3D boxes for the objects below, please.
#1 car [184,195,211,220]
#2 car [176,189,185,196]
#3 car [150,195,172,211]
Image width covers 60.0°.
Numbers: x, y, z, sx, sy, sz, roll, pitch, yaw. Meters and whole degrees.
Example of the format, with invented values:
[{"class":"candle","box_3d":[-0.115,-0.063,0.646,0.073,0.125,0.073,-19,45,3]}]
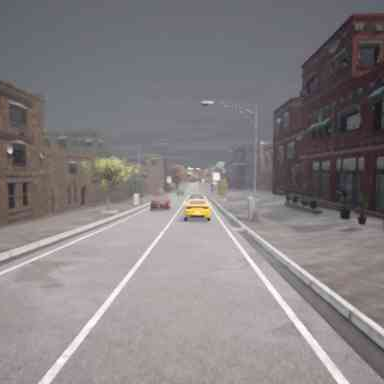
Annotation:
[{"class":"car","box_3d":[0.410,1.260,25.739,1.882,1.535,5.008,0,1,1]},{"class":"car","box_3d":[-2.501,0.062,75.428,1.837,1.490,4.892,0,1,1]},{"class":"car","box_3d":[-3.162,1.098,34.537,1.882,1.535,5.008,0,1,1]}]
